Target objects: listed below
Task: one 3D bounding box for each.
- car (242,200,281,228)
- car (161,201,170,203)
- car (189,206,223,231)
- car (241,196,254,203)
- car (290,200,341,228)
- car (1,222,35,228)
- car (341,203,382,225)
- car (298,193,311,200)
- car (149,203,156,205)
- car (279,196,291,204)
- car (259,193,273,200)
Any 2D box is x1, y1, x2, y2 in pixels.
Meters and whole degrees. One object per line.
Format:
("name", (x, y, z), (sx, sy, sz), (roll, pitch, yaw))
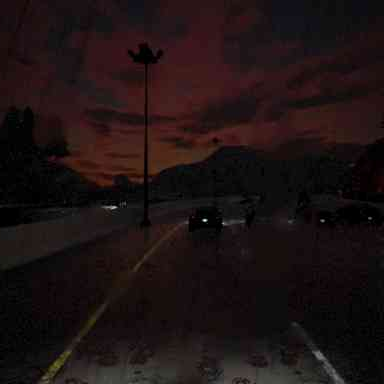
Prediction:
("car", (4.565, 1.531, 22.242), (1.812, 1.442, 4.674), (0, 0, 6))
("car", (-2.804, 1.298, 57.123), (2.150, 2.045, 5.566), (0, 0, 17))
("car", (0.921, 1.570, 20.719), (1.994, 1.385, 4.181), (0, 0, 6))
("car", (10.888, 1.522, 64.797), (1.837, 1.490, 4.892), (-1, 0, 21))
("car", (8.067, 1.531, 22.192), (1.812, 1.442, 4.674), (0, 0, 6))
("car", (-10.105, 1.553, 16.775), (2.033, 1.411, 5.357), (0, 0, 4))
("car", (11.762, 1.497, 23.854), (2.128, 1.511, 4.902), (0, 0, 7))
("car", (21.260, 1.237, 62.898), (2.150, 2.045, 5.566), (0, 0, 22))
("car", (-6.167, 1.623, 58.108), (1.895, 1.301, 4.718), (0, 0, 17))
("car", (17.918, 1.493, 63.659), (1.882, 1.535, 5.008), (0, 0, 21))
("car", (14.343, 1.238, 64.394), (2.150, 2.045, 5.566), (0, 0, 21))
